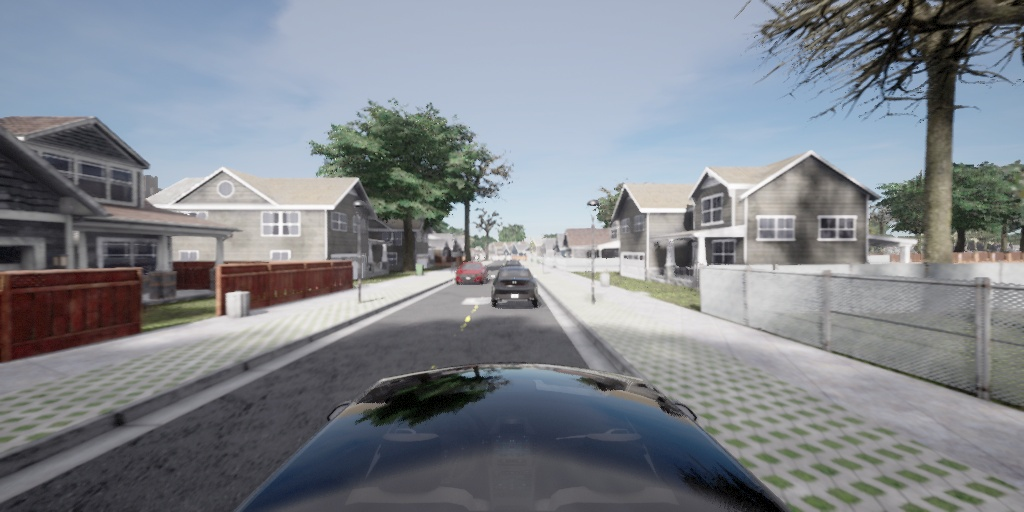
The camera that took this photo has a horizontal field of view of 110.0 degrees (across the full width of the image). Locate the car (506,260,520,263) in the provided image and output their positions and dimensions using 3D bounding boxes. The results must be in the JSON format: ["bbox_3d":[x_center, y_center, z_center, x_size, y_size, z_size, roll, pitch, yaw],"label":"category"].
[{"bbox_3d":[0.102,1.158,36.710,1.837,1.490,4.892,0,0,0],"label":"car"}]

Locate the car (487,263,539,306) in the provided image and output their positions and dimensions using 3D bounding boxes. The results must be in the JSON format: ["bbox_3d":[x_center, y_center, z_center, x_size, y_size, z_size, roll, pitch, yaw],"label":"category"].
[{"bbox_3d":[0.101,1.218,15.633,1.837,1.490,4.892,0,0,0],"label":"car"}]

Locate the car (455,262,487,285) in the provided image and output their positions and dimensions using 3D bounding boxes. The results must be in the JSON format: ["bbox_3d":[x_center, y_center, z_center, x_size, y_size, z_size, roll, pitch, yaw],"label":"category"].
[{"bbox_3d":[-2.802,1.164,25.476,1.882,1.535,5.008,0,0,0],"label":"car"}]
